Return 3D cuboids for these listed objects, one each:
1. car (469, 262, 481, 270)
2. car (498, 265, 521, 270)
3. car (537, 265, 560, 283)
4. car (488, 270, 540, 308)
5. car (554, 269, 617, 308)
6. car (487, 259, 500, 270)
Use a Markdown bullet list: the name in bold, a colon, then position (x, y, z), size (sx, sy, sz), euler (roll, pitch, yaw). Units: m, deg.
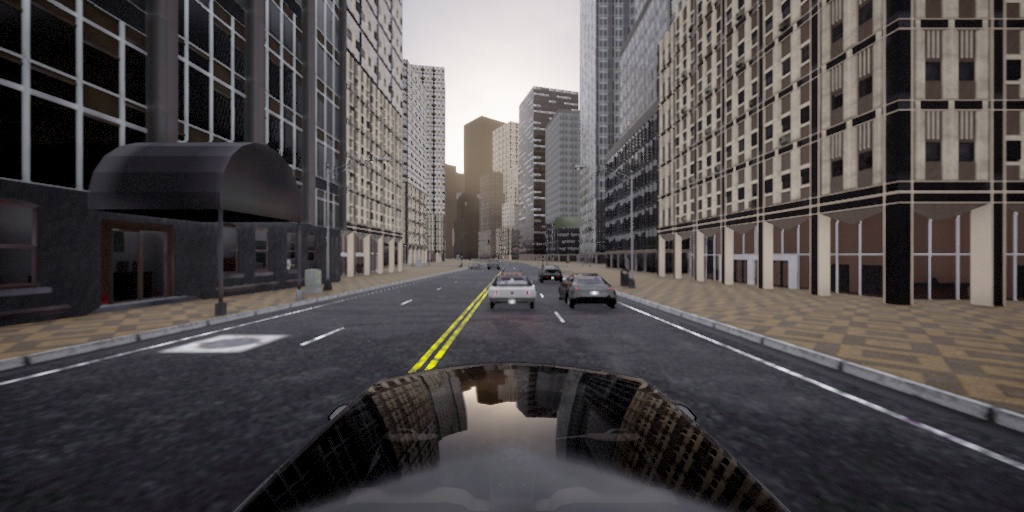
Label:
- **car**: position (-6.505, 1.818, 63.901), size (2.033, 1.411, 5.357), euler (0, 0, 1)
- **car**: position (0.010, 1.611, 30.950), size (1.895, 1.301, 4.718), euler (0, 0, 0)
- **car**: position (3.263, 1.520, 31.152), size (1.837, 1.490, 4.892), euler (0, 0, 0)
- **car**: position (0.006, 1.479, 15.948), size (1.895, 1.301, 4.718), euler (0, 0, 0)
- **car**: position (3.259, 1.445, 16.149), size (1.994, 1.385, 4.181), euler (0, 0, 0)
- **car**: position (-3.261, 1.495, 63.826), size (2.150, 2.045, 5.566), euler (0, 0, 1)
